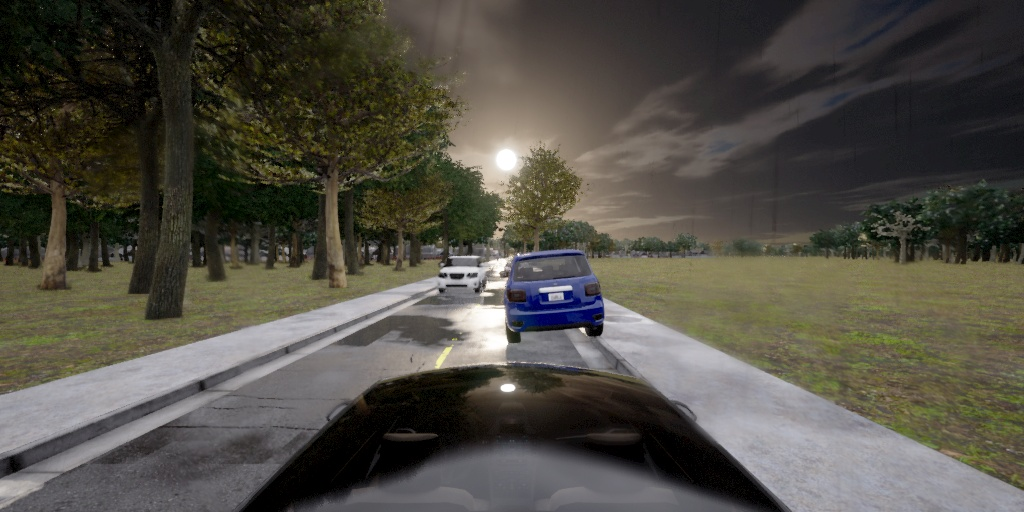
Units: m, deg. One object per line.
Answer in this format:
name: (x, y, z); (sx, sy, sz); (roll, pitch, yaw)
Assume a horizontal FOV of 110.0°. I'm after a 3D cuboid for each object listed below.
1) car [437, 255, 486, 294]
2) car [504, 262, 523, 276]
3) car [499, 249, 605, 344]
car: (-2.726, 0.971, 20.438); (2.150, 2.045, 5.566); (0, 0, 0)
car: (0.123, 1.351, 38.255); (1.895, 1.301, 4.718); (0, 0, 0)
car: (0.884, 0.897, 9.761); (2.150, 2.045, 5.566); (-5, 0, 0)
